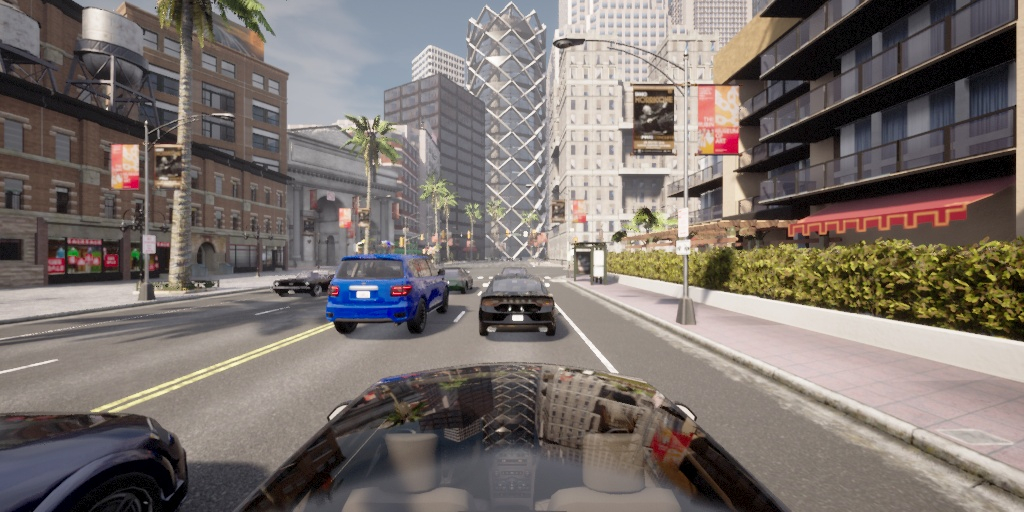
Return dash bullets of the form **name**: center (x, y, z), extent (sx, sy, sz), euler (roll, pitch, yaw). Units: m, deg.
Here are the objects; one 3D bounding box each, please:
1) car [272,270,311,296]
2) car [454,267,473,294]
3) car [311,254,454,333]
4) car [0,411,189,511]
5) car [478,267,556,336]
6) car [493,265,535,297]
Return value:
- **car**: center (-10.460, 1.402, 19.189), extent (1.895, 1.301, 4.718), euler (0, 0, 0)
- **car**: center (-3.355, 1.310, 20.214), extent (1.994, 1.385, 4.181), euler (0, 0, 0)
- **car**: center (-3.379, 0.970, 10.855), extent (2.150, 2.045, 5.566), euler (0, 0, 0)
- **car**: center (-3.341, 1.314, 0.846), extent (1.994, 1.385, 4.181), euler (0, 0, 0)
- **car**: center (0.128, 1.226, 10.451), extent (1.882, 1.535, 5.008), euler (0, 0, 0)
- **car**: center (0.139, 1.294, 20.041), extent (2.033, 1.411, 5.357), euler (0, 0, 0)
